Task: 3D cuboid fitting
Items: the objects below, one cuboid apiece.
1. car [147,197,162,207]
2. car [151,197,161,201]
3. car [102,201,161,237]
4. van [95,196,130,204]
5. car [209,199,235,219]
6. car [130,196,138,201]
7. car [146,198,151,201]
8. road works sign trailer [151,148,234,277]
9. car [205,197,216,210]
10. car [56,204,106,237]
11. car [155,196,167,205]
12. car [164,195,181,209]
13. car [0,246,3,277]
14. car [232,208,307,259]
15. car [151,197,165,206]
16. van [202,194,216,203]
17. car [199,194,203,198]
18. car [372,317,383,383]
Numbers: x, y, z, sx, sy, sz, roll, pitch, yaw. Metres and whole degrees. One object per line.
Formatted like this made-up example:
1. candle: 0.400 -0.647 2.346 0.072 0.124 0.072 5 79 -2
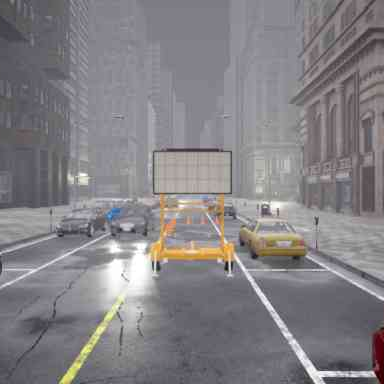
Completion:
1. car: -5.704 1.553 50.928 1.887 1.381 4.507 0 0 0
2. car: -5.710 1.533 45.233 1.752 1.417 4.829 0 0 0
3. car: -3.075 1.494 18.123 2.128 1.511 4.902 0 0 0
4. van: -5.735 1.344 23.301 1.690 1.788 3.998 0 0 0
5. car: 2.813 1.555 28.799 2.008 1.369 4.403 0 0 0
6. car: -5.729 1.319 28.826 2.192 1.841 5.009 0 0 0
7. car: -5.723 1.550 34.352 1.887 1.381 4.507 0 0 0
8. road works sign trailer: 0.014 0.466 10.265 2.380 3.560 2.880 0 0 0
9. car: 2.830 1.588 39.849 1.802 1.307 4.206 0 0 0
10. car: -5.742 1.553 17.775 2.008 1.369 4.403 0 0 0
11. car: -5.691 1.556 61.979 1.887 1.381 4.507 0 0 0
12. car: -2.936 1.513 46.373 1.837 1.490 4.892 0 0 0
13. car: -5.755 1.441 6.724 1.967 1.590 4.097 0 0 0
14. car: 2.788 1.527 12.394 1.752 1.417 4.829 0 0 0
15. car: -5.697 1.554 56.453 1.887 1.381 4.507 0 0 0
16. van: 2.848 1.350 50.899 1.690 1.788 3.998 0 0 0
17. car: 2.864 1.556 61.949 1.887 1.381 4.507 0 0 0
18. car: 2.771 1.315 1.175 2.192 1.841 5.009 0 0 0
